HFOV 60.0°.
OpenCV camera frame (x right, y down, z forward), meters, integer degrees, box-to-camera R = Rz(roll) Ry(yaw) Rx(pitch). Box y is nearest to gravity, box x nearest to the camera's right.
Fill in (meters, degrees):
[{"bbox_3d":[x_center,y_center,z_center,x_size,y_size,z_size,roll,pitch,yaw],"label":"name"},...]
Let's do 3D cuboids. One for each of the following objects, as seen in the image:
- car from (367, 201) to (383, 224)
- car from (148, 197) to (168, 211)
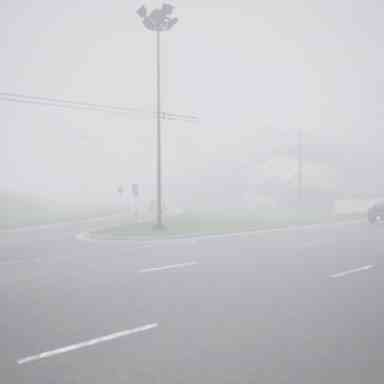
[{"bbox_3d":[13.477,1.329,21.962,4.892,1.490,1.837,-1,0,-36],"label":"car"},{"bbox_3d":[-3.848,1.338,37.792,1.882,1.535,5.008,0,0,-3],"label":"car"}]
